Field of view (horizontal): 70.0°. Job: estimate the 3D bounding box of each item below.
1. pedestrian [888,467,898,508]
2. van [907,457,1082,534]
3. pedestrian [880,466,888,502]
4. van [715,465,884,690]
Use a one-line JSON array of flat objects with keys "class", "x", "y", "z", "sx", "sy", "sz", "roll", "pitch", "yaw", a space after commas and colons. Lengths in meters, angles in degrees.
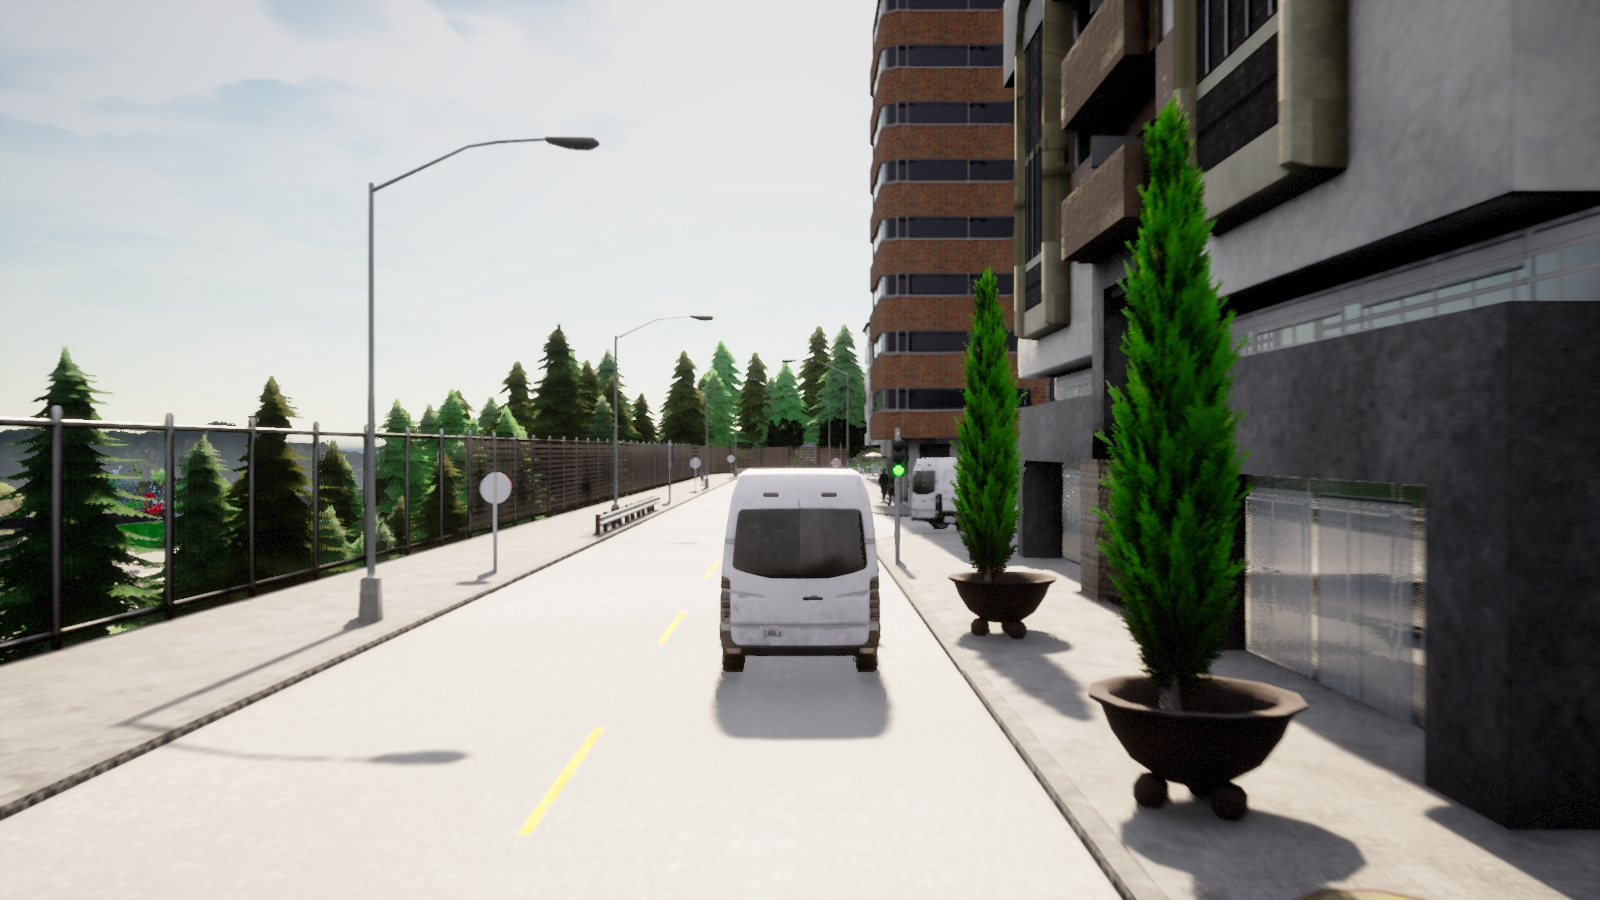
[{"class": "pedestrian", "x": 4.307, "y": 1.736, "z": 52.956, "sx": 0.375, "sy": 1.860, "sz": 0.375, "roll": 0, "pitch": 0, "yaw": -11}, {"class": "van", "x": 6.860, "y": 1.534, "z": 40.195, "sx": 5.915, "sy": 2.561, "sz": 1.988, "roll": 0, "pitch": -1, "yaw": -24}, {"class": "pedestrian", "x": 4.300, "y": 1.737, "z": 58.740, "sx": 0.375, "sy": 1.860, "sz": 0.375, "roll": 0, "pitch": 0, "yaw": 0}, {"class": "van", "x": -0.005, "y": 1.534, "z": 16.380, "sx": 1.988, "sy": 2.561, "sz": 5.915, "roll": 0, "pitch": 0, "yaw": 0}]
